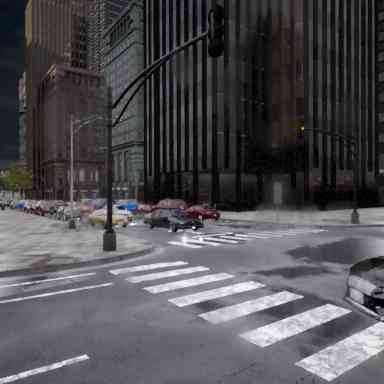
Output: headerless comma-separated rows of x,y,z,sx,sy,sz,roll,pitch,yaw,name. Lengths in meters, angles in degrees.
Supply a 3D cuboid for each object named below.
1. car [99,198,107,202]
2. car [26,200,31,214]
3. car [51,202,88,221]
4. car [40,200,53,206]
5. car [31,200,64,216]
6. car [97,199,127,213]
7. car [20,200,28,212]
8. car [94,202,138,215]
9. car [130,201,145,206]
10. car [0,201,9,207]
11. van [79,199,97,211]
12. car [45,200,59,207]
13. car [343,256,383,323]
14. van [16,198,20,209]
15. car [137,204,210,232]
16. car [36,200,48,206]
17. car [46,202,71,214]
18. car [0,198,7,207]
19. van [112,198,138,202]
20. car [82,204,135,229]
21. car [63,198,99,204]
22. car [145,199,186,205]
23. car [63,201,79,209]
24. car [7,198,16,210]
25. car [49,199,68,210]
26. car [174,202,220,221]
-11.324,1.746,41.726,2.150,2.045,5.566,0,-1,-35,car
-20.470,2.197,44.468,1.887,1.381,4.507,-1,0,-35,car
-11.986,2.004,32.515,2.008,1.369,4.403,-1,0,-35,car
-34.674,2.662,79.212,1.947,1.339,4.313,-1,0,-35,car
-17.647,1.901,40.484,2.192,1.841,5.009,-1,0,-35,car
-11.133,1.875,46.080,2.192,1.841,5.009,-1,0,-35,car
-23.299,2.158,48.452,1.967,1.590,4.097,-1,0,-35,car
-7.012,1.902,30.122,1.812,1.442,4.674,0,-1,-35,car
-5.249,2.004,37.777,1.802,1.307,4.206,-1,0,-35,car
-44.332,2.773,78.092,1.802,1.307,4.206,-1,0,-35,car
-17.012,2.038,54.384,1.690,1.788,3.998,-1,0,-35,van
-31.662,2.596,74.969,1.947,1.339,4.313,-1,0,-35,car
5.236,1.483,5.836,4.902,1.511,2.128,0,-1,-4,car
-26.129,2.124,52.436,1.690,1.788,3.998,-1,0,-35,van
-1.414,1.791,22.180,2.033,1.411,5.357,0,-1,-35,car
-37.684,2.711,83.454,2.008,1.369,4.403,-1,0,-35,car
-18.871,2.146,46.918,2.128,1.511,4.902,0,-1,-35,car
-41.221,2.668,73.707,1.887,1.381,4.507,-1,0,-35,car
-8.194,1.833,41.929,1.690,1.788,3.998,-1,0,-35,van
-6.233,1.843,24.408,1.752,1.417,4.829,-1,0,-35,car
-12.890,1.867,38.417,2.097,1.767,4.553,0,-1,-35,car
-2.315,1.668,33.625,2.192,1.841,5.009,-1,0,-35,car
-22.630,2.408,62.242,1.802,1.307,4.206,-1,0,-35,car
-31.886,2.355,60.550,1.967,1.590,4.097,-1,0,-35,car
-24.005,2.171,59.601,2.097,1.767,4.553,0,-1,-35,car
0.630,1.828,29.473,1.887,1.381,4.507,-1,0,-35,car
